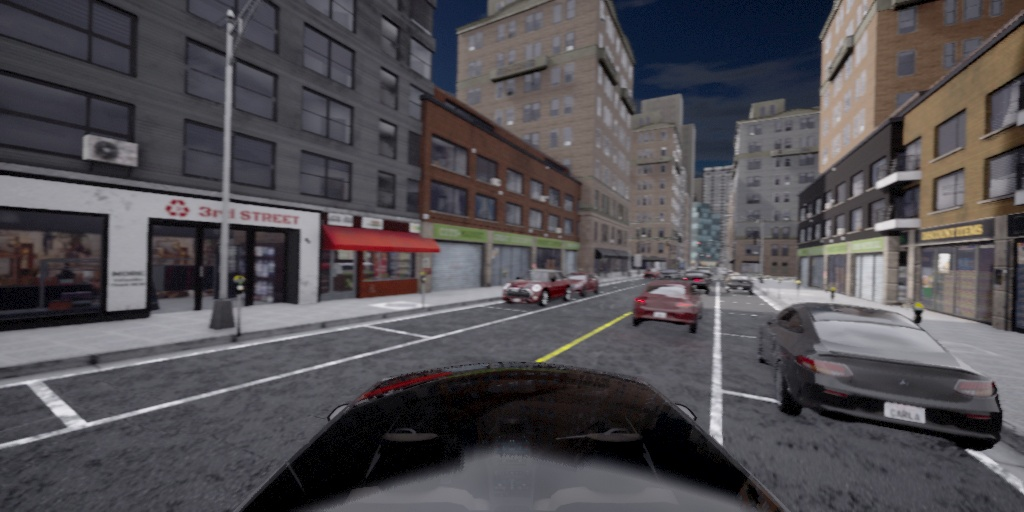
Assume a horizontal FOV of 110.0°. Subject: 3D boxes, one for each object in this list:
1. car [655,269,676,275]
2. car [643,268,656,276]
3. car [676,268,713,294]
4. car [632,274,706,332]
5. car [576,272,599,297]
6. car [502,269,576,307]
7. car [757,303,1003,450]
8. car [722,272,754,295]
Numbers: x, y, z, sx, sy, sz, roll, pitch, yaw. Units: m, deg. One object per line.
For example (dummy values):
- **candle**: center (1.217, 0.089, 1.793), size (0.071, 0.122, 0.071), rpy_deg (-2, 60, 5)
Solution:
- **car**: center (17.397, 2.177, 39.461), size (1.994, 1.385, 4.181), rpy_deg (2, -1, 30)
- **car**: center (17.874, 2.219, 45.612), size (1.888, 1.381, 4.507), rpy_deg (0, 0, 30)
- **car**: center (13.494, 1.890, 26.347), size (1.837, 1.490, 4.892), rpy_deg (2, -1, 30)
- **car**: center (5.317, 1.533, 12.089), size (1.812, 1.442, 4.674), rpy_deg (2, 0, 30)
- **car**: center (3.983, 1.619, 21.391), size (1.802, 1.307, 4.207), rpy_deg (0, 0, 30)
- **car**: center (1.204, 1.348, 16.547), size (1.967, 1.591, 4.097), rpy_deg (0, 0, 30)
- **car**: center (5.127, 1.476, 5.634), size (1.812, 1.442, 4.674), rpy_deg (2, -1, 30)
- **car**: center (16.944, 2.054, 26.828), size (2.007, 1.370, 4.403), rpy_deg (0, 0, 30)
